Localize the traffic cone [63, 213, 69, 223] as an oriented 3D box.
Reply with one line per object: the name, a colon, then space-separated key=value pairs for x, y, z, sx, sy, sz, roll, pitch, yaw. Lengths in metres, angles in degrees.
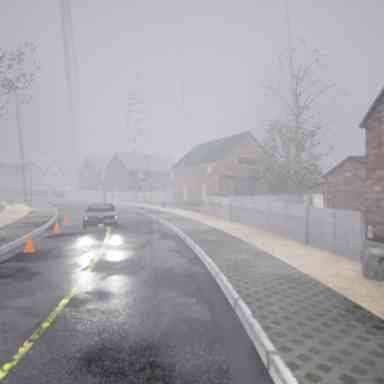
traffic cone: x=-7.934 y=1.619 z=21.010 sx=0.340 sy=0.580 sz=0.340 roll=0 pitch=1 yaw=-17

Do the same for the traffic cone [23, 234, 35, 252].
traffic cone: x=-5.675 y=1.769 z=11.606 sx=0.340 sy=0.580 sz=0.340 roll=0 pitch=1 yaw=-10

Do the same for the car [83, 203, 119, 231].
car: x=-5.090 y=1.310 z=18.641 sx=1.895 sy=1.301 sz=4.718 roll=0 pitch=1 yaw=-15

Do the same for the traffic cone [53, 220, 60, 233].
traffic cone: x=-6.651 y=1.694 z=16.345 sx=0.340 sy=0.580 sz=0.340 roll=0 pitch=1 yaw=-14
